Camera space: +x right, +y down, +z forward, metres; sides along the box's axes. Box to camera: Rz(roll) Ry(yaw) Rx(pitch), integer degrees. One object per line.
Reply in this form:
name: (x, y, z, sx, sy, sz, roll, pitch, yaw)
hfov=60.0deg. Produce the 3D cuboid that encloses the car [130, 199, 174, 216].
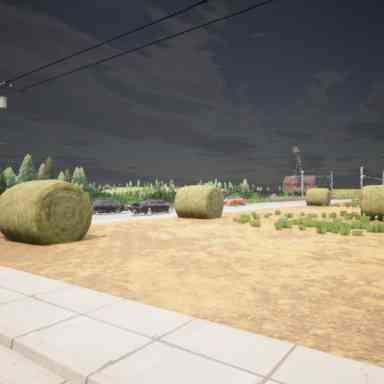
car: (-3.793, 1.463, 32.485, 1.837, 1.490, 4.892, 0, 0, 38)

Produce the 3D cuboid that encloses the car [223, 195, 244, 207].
car: (6.083, 1.309, 50.887, 2.097, 1.767, 4.553, 0, 0, 39)

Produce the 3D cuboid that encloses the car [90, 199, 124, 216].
car: (-8.789, 1.462, 32.161, 1.837, 1.490, 4.892, 0, 0, 38)
